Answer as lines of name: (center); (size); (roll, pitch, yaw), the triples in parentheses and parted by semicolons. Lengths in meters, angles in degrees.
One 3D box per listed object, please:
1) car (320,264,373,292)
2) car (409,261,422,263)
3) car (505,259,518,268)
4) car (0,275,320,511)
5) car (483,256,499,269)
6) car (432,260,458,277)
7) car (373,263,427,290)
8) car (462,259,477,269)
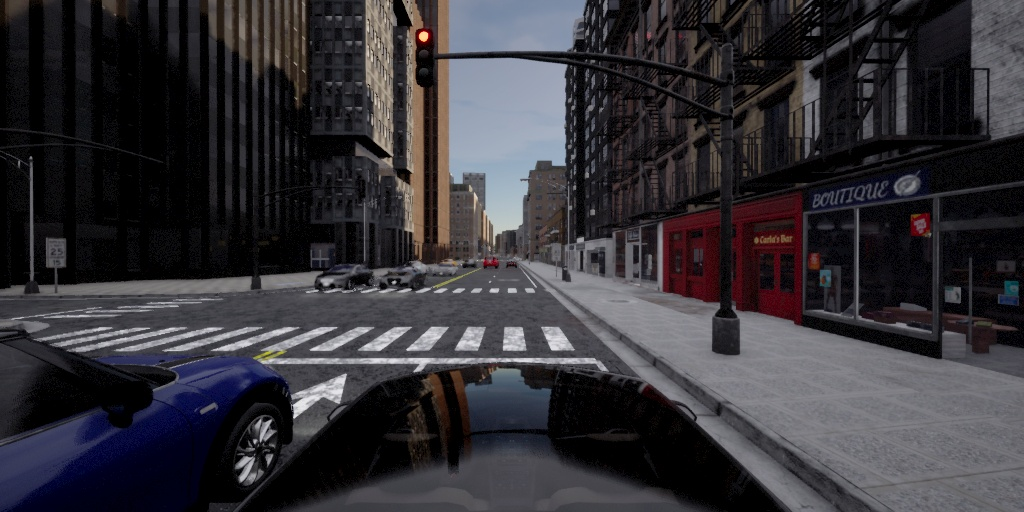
car: (-9.907, 1.245, 21.569); (2.128, 1.511, 4.902); (0, 0, 0)
car: (-9.949, 1.285, 36.815); (1.812, 1.442, 4.674); (0, 0, 0)
car: (-0.083, 1.273, 61.835); (1.837, 1.490, 4.892); (0, 0, 0)
car: (-3.145, 1.102, 1.592); (2.097, 1.767, 4.553); (0, 0, 0)
car: (-3.420, 0.989, 58.051); (2.150, 2.045, 5.566); (0, 0, 0)
car: (-6.700, 1.360, 36.021); (1.895, 1.301, 4.718); (0, 0, 0)
car: (-6.660, 1.318, 22.246); (1.994, 1.385, 4.181); (0, 0, 0)
car: (-6.720, 1.244, 57.275); (1.882, 1.535, 5.008); (0, 0, 0)
